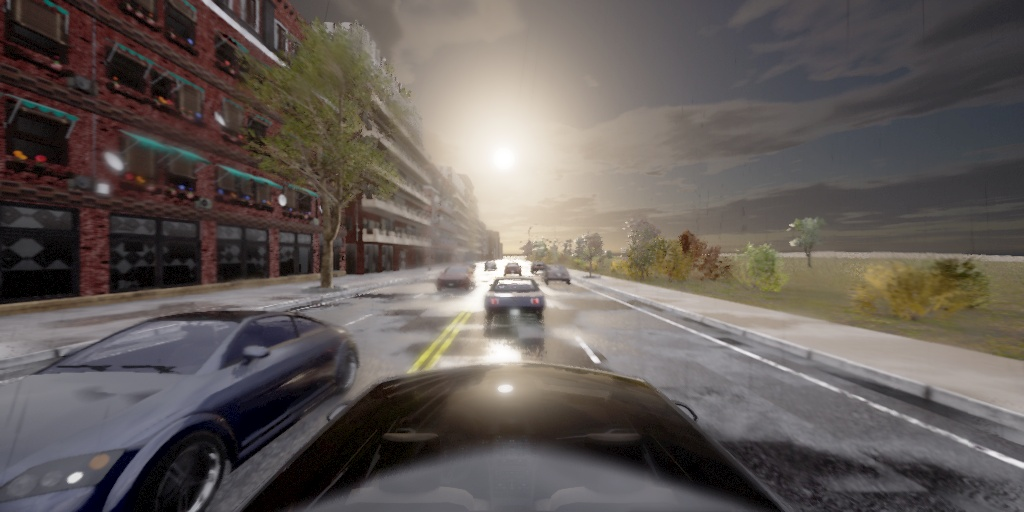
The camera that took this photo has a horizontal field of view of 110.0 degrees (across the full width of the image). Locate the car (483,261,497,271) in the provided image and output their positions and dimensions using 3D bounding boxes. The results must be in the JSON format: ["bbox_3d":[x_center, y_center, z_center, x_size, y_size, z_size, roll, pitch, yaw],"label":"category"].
[{"bbox_3d":[-3.333,1.467,56.006,2.128,1.511,4.902,0,0,0],"label":"car"}]

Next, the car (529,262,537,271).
[{"bbox_3d":[3.322,1.436,45.813,1.837,1.490,4.892,0,0,0],"label":"car"}]

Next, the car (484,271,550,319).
[{"bbox_3d":[0.096,1.394,12.931,1.895,1.301,4.718,0,0,0],"label":"car"}]

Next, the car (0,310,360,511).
[{"bbox_3d":[-3.345,1.324,3.877,1.994,1.385,4.181,0,0,0],"label":"car"}]

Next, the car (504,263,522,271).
[{"bbox_3d":[0.084,1.426,38.823,1.812,1.442,4.674,0,0,0],"label":"car"}]

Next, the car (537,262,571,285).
[{"bbox_3d":[3.320,1.399,27.517,2.033,1.411,5.357,0,0,0],"label":"car"}]

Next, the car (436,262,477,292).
[{"bbox_3d":[-3.307,1.308,22.047,1.882,1.535,5.008,0,-1,0],"label":"car"}]
